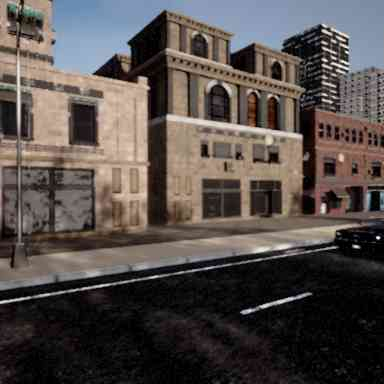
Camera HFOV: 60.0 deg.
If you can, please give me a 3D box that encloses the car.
[{"bbox_3d":[7.643,1.646,13.122,4.718,1.301,1.895,0,0,-35],"label":"car"}]
